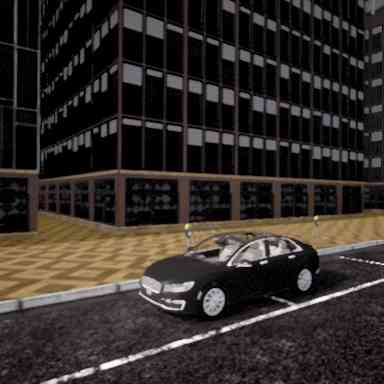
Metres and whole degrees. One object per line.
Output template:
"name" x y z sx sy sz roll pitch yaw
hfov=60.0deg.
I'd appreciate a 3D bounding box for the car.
"car" 1.010 1.572 7.275 4.403 1.369 2.008 0 0 -35
